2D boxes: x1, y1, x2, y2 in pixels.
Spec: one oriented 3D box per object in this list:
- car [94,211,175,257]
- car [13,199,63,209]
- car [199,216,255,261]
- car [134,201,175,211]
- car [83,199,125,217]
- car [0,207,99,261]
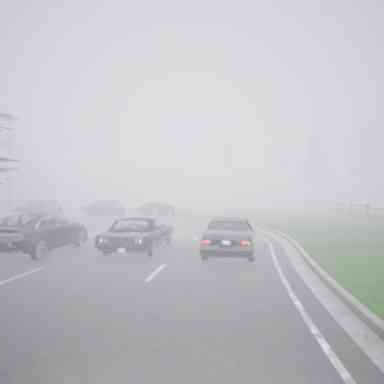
[{"bbox_3d":[-2.029,1.648,13.179,1.895,1.301,4.718,0,0,8],"label":"car"},{"bbox_3d":[-13.568,1.412,29.242,4.553,1.767,2.097,0,0,23],"label":"car"},{"bbox_3d":[1.409,1.609,12.637,2.033,1.411,5.357,0,0,9],"label":"car"},{"bbox_3d":[-3.542,1.621,31.010,1.837,1.490,4.892,2,-2,-42],"label":"car"},{"bbox_3d":[-8.216,1.443,30.439,4.553,1.767,2.097,0,0,38],"label":"car"},{"bbox_3d":[-5.622,1.518,12.410,2.128,1.511,4.902,0,0,8],"label":"car"}]
